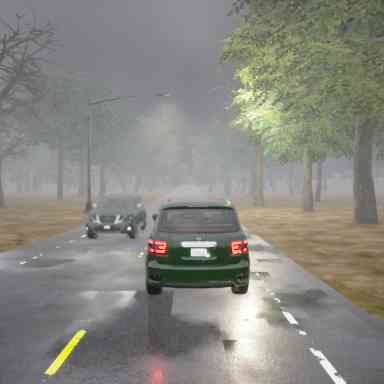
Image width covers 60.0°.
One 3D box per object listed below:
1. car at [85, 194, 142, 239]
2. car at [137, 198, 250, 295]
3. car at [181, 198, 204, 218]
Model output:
[{"bbox_3d":[-3.634,1.121,16.950,2.150,2.045,5.566,0,0,0],"label":"car"},{"bbox_3d":[0.091,1.188,8.806,2.150,2.045,5.566,0,0,-1],"label":"car"},{"bbox_3d":[0.032,1.327,28.287,1.812,1.442,4.674,0,0,0],"label":"car"}]
